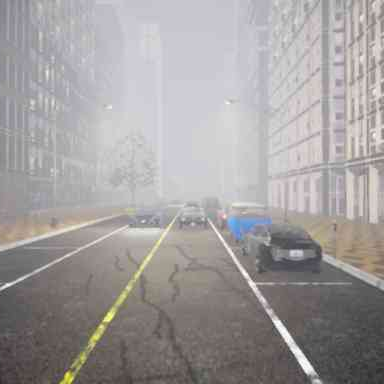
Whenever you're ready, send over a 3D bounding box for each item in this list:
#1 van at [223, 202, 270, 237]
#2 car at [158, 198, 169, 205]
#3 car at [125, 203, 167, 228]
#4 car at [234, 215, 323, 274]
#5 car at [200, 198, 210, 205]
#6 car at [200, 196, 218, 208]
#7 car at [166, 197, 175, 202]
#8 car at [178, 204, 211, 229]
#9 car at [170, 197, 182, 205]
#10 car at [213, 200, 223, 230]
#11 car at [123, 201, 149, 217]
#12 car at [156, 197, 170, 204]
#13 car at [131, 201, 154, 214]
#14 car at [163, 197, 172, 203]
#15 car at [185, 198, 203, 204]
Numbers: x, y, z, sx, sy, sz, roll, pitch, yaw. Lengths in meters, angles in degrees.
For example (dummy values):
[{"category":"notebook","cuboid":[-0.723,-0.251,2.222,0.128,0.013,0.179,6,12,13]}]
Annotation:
[{"category":"van","cuboid":[2.675,1.432,16.314,1.690,1.788,3.998,0,0,0]},{"category":"car","cuboid":[-5.758,1.903,67.545,1.947,1.339,4.313,0,0,0]},{"category":"car","cuboid":[-3.125,1.692,23.348,1.994,1.385,4.181,0,0,0]},{"category":"car","cuboid":[2.680,1.627,10.619,1.947,1.339,4.313,0,0,0]},{"category":"car","cuboid":[2.623,1.863,67.711,1.752,1.417,4.829,0,0,0]},{"category":"car","cuboid":[2.647,1.548,44.774,2.192,1.841,5.009,0,0,0]},{"category":"car","cuboid":[-5.781,1.982,90.314,2.008,1.369,4.403,0,0,0]},{"category":"car","cuboid":[0.075,1.727,22.865,1.895,1.301,4.718,0,0,0]},{"category":"car","cuboid":[-3.082,1.885,65.133,1.994,1.385,4.181,0,0,0]},{"category":"car","cuboid":[2.669,1.561,22.005,1.967,1.590,4.097,0,0,0]},{"category":"car","cuboid":[-5.723,1.703,33.220,1.752,1.417,4.829,0,0,0]},{"category":"car","cuboid":[-5.752,1.863,61.853,2.008,1.369,4.403,0,0,0]},{"category":"car","cuboid":[-5.729,1.757,39.084,2.008,1.369,4.403,0,0,0]},{"category":"car","cuboid":[-5.769,1.967,78.928,1.802,1.307,4.206,0,0,0]},{"category":"car","cuboid":[0.055,1.781,41.367,1.994,1.385,4.181,0,0,0]}]
